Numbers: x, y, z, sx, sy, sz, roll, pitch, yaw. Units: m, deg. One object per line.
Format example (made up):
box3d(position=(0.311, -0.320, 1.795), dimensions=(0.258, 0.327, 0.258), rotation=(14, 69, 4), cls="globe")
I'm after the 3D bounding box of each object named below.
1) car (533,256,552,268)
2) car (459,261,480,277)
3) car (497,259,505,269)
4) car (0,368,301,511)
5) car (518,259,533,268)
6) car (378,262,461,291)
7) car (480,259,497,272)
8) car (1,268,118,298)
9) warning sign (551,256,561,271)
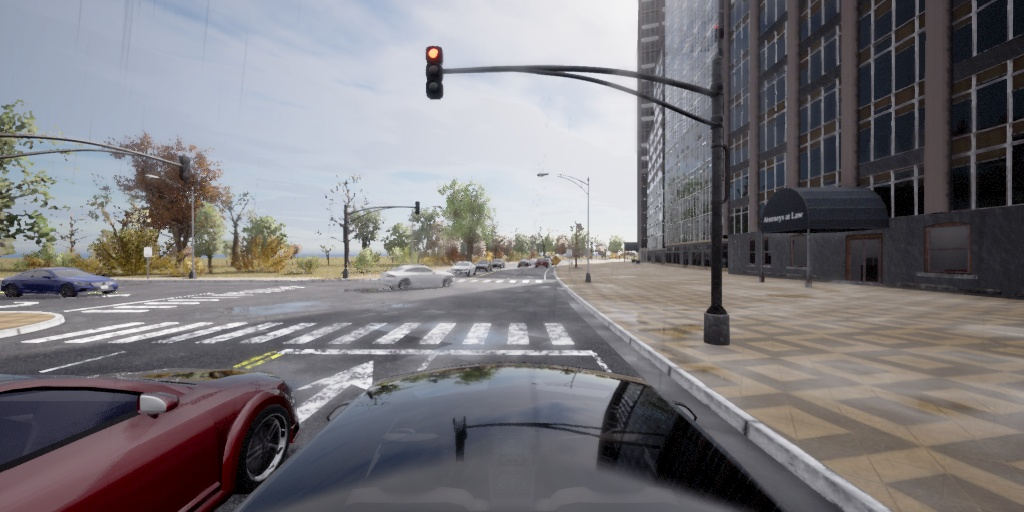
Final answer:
box3d(position=(5.256, 1.114, 61.789), dimensions=(2.097, 1.767, 4.553), rotation=(0, 0, 9), cls="car")
box3d(position=(-4.867, 1.273, 36.367), dimensions=(1.812, 1.442, 4.674), rotation=(0, 0, 6), cls="car")
box3d(position=(-2.270, 1.256, 57.163), dimensions=(1.837, 1.490, 4.892), rotation=(0, 0, 9), cls="car")
box3d(position=(-3.108, 1.314, 1.880), dimensions=(1.994, 1.385, 4.181), rotation=(0, 0, 0), cls="car")
box3d(position=(2.260, 1.283, 63.610), dimensions=(1.812, 1.442, 4.674), rotation=(0, -1, 10), cls="car")
box3d(position=(-5.798, 1.273, 22.132), dimensions=(4.674, 1.442, 1.812), rotation=(0, 1, -42), cls="car")
box3d(position=(-3.740, 1.297, 46.734), dimensions=(2.033, 1.411, 5.357), rotation=(0, 0, 7), cls="car")
box3d(position=(-22.910, 1.325, 18.205), dimensions=(4.674, 1.442, 1.812), rotation=(0, 0, 2), cls="car")
box3d(position=(5.412, 0.868, 44.026), dimensions=(1.300, 1.860, 1.060), rotation=(0, 0, 7), cls="warning sign")
